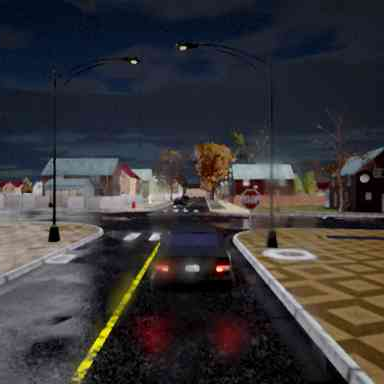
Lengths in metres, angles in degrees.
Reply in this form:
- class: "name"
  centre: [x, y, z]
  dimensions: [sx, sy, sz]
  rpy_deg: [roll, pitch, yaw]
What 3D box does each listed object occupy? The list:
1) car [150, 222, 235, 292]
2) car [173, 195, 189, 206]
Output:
- class: "car"
  centre: [0.029, 1.535, 9.002]
  dimensions: [2.033, 1.411, 5.357]
  rpy_deg: [0, 0, 1]
- class: "car"
  centre: [-2.028, 1.505, 54.367]
  dimensions: [2.033, 1.411, 5.357]
  rpy_deg: [0, 0, 2]
